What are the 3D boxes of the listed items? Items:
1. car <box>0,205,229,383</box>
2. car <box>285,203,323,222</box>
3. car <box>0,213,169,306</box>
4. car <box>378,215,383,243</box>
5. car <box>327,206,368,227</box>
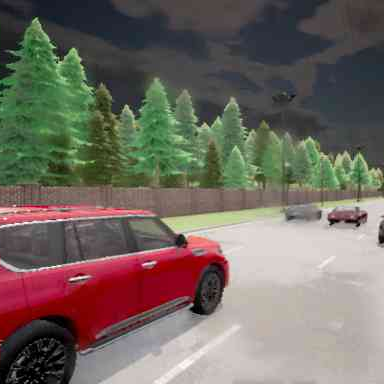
[{"bbox_3d":[-1.516,1.220,5.180,2.150,2.045,5.566,0,0,35],"label":"car"},{"bbox_3d":[8.884,1.569,26.265,1.994,1.385,4.181,0,0,35],"label":"car"},{"bbox_3d":[-2.999,1.494,9.177,2.128,1.511,4.902,0,0,35],"label":"car"},{"bbox_3d":[9.750,1.529,15.243,1.812,1.442,4.674,0,0,35],"label":"car"},{"bbox_3d":[10.836,1.606,22.941,1.895,1.301,4.718,0,0,35],"label":"car"}]
